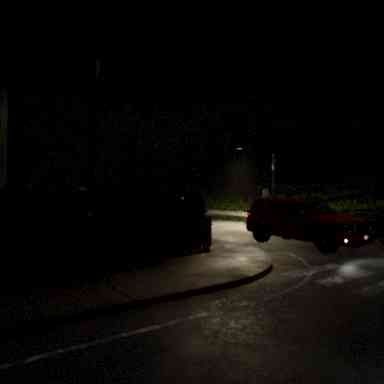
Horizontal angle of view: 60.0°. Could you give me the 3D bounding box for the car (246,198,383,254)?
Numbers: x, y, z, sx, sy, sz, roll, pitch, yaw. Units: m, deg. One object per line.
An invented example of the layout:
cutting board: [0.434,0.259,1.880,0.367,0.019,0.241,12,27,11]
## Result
car: [4.816,1.295,14.483,2.150,2.045,5.566,0,0,-35]
